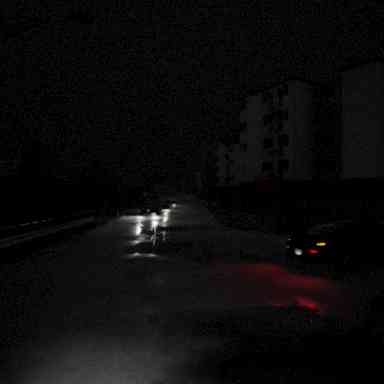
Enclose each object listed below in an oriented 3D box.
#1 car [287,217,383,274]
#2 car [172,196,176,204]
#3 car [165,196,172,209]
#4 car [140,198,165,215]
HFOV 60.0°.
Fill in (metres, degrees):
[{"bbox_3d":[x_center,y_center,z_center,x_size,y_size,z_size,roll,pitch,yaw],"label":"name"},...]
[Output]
[{"bbox_3d":[5.137,1.526,10.434,4.674,1.442,1.812,0,-1,-25],"label":"car"},{"bbox_3d":[-3.997,1.481,62.559,1.882,1.535,5.008,0,0,0],"label":"car"},{"bbox_3d":[-4.071,1.528,44.941,1.812,1.442,4.674,0,0,0],"label":"car"},{"bbox_3d":[-4.086,1.507,33.644,1.837,1.490,4.892,0,0,0],"label":"car"}]
